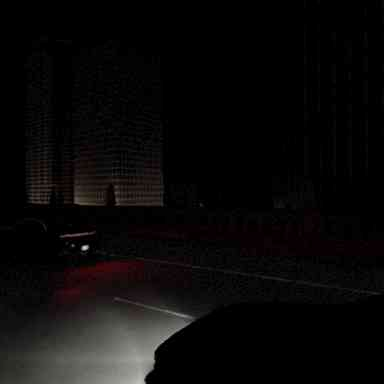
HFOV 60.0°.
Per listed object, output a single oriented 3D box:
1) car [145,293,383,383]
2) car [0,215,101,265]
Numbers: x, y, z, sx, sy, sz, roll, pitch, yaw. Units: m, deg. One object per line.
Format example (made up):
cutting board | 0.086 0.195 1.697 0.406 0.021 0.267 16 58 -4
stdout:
car | 2.150 1.543 2.459 5.357 1.411 2.033 -1 0 35
car | -5.429 1.609 12.160 4.902 1.511 2.128 -1 0 35
